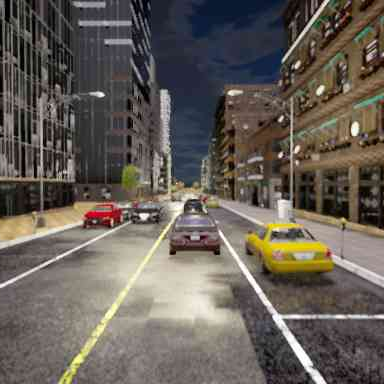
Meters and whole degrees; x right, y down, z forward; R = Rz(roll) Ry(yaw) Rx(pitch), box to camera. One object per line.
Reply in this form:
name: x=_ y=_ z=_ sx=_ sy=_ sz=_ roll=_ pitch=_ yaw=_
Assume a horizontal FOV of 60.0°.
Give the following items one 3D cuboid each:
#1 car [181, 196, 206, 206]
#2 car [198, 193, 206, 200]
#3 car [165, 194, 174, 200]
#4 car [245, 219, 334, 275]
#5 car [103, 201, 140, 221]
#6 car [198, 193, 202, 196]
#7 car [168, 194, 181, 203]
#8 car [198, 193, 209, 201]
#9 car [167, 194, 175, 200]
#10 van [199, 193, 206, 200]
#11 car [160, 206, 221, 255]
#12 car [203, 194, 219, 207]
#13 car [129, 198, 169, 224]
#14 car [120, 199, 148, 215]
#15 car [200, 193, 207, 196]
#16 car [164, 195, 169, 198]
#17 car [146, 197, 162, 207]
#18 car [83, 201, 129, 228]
car: x=0.107 y=1.407 z=33.334 sx=1.837 sy=1.490 sz=4.892 roll=0 pitch=0 yaw=0
car: x=2.699 y=1.213 z=89.837 sx=1.967 sy=1.590 sz=4.097 roll=-1 pitch=0 yaw=0
car: x=-5.647 y=1.329 z=84.268 sx=1.887 sy=1.381 sz=4.507 roll=-1 pitch=0 yaw=0
car: x=2.677 y=1.493 z=10.242 sx=1.752 sy=1.417 sz=4.829 roll=-1 pitch=0 yaw=0
car: x=-5.664 y=1.468 z=27.289 sx=2.008 sy=1.369 sz=4.403 roll=-1 pitch=0 yaw=0
car: x=2.694 y=1.347 z=67.217 sx=1.752 sy=1.417 sz=4.829 roll=-1 pitch=0 yaw=0
car: x=-2.990 y=1.371 z=65.180 sx=2.033 sy=1.411 sz=5.357 roll=0 pitch=0 yaw=0
car: x=2.693 y=1.112 z=78.442 sx=2.192 sy=1.841 sz=5.009 roll=-1 pitch=0 yaw=0
car: x=-5.645 y=1.323 z=89.965 sx=2.008 sy=1.369 sz=4.403 roll=-1 pitch=0 yaw=0
van: x=2.695 y=1.126 z=84.139 sx=1.690 sy=1.788 sz=3.998 roll=-1 pitch=0 yaw=0
car: x=0.102 y=1.505 z=13.153 sx=2.033 sy=1.411 sz=5.357 roll=0 pitch=0 yaw=0
car: x=2.687 y=1.401 z=44.426 sx=1.752 sy=1.417 sz=4.829 roll=-1 pitch=0 yaw=0
car: x=-3.091 y=1.418 z=23.944 sx=2.128 sy=1.511 sz=4.902 roll=0 pitch=0 yaw=0
car: x=-5.662 y=1.447 z=32.986 sx=1.887 sy=1.381 sz=4.507 roll=-1 pitch=0 yaw=0
car: x=2.691 y=1.394 z=55.652 sx=1.887 sy=1.381 sz=4.507 roll=-1 pitch=0 yaw=0
car: x=-5.650 y=1.322 z=78.400 sx=1.752 sy=1.417 sz=4.829 roll=-1 pitch=0 yaw=0
car: x=-5.657 y=1.443 z=50.082 sx=1.802 sy=1.307 sz=4.206 roll=-1 pitch=0 yaw=0
car: x=-5.666 y=1.478 z=21.591 sx=1.887 sy=1.381 sz=4.507 roll=-1 pitch=0 yaw=0
